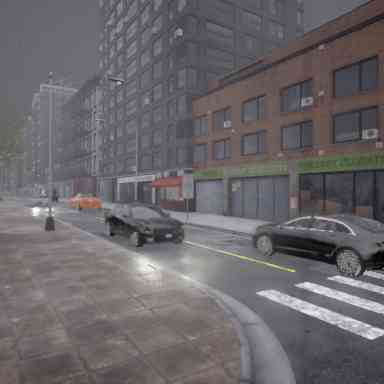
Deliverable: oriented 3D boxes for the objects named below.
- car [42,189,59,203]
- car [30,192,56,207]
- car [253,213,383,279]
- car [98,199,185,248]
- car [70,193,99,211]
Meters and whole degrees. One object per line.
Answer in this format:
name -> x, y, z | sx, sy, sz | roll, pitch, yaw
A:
car -> -21.751, 0.575, 50.430 | 2.150, 2.045, 5.566 | 0, 0, -32
car -> -16.985, 1.004, 37.451 | 1.895, 1.301, 4.718 | 0, 0, -32
car -> 3.888, 1.382, 9.878 | 2.128, 1.511, 4.902 | 0, 1, -32
car -> -2.143, 1.243, 13.897 | 1.882, 1.535, 5.008 | 0, 1, -32
car -> -10.556, 0.847, 32.714 | 2.097, 1.767, 4.553 | 0, 0, -32
